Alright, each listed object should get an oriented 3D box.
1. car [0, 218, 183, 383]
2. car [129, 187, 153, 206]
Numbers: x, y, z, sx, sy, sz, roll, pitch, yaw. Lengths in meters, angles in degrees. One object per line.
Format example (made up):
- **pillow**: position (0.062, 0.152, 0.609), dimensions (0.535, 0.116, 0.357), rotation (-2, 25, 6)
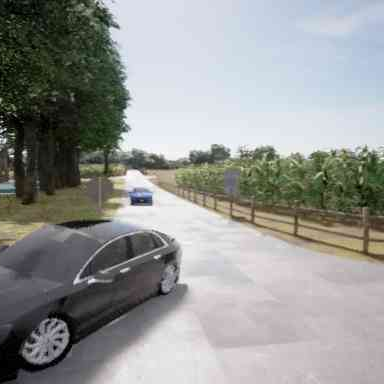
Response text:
- **car**: position (-1.806, 1.298, 5.536), dimensions (1.837, 1.490, 4.892), rotation (8, 4, 24)
- **car**: position (-4.546, 0.313, 29.554), dimensions (1.882, 1.535, 5.008), rotation (0, 3, -11)
